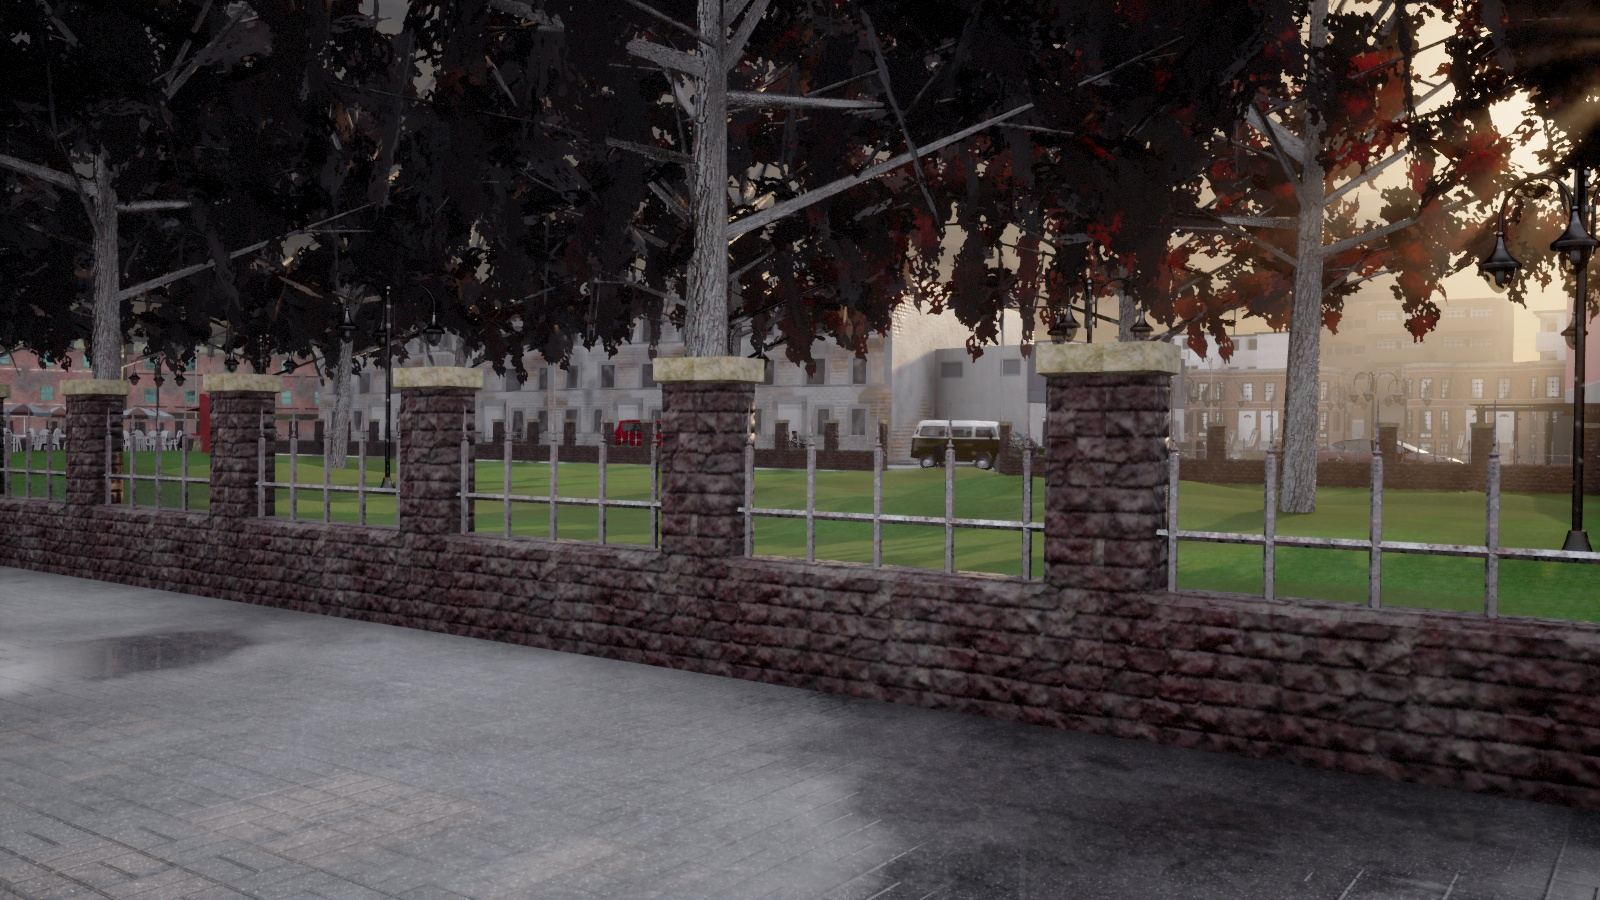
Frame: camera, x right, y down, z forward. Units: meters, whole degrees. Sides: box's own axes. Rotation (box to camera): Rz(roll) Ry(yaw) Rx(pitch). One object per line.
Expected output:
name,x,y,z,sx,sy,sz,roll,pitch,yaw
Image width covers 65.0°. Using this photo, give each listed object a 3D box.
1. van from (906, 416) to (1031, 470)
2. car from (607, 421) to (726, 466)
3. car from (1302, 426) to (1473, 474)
van,6.700,-0.291,50.167,4.480,2.038,2.069,0,1,35
car,-6.370,-0.304,59.454,5.566,2.045,2.150,0,1,35
car,19.258,-0.006,41.237,4.792,1.488,2.163,0,1,35
